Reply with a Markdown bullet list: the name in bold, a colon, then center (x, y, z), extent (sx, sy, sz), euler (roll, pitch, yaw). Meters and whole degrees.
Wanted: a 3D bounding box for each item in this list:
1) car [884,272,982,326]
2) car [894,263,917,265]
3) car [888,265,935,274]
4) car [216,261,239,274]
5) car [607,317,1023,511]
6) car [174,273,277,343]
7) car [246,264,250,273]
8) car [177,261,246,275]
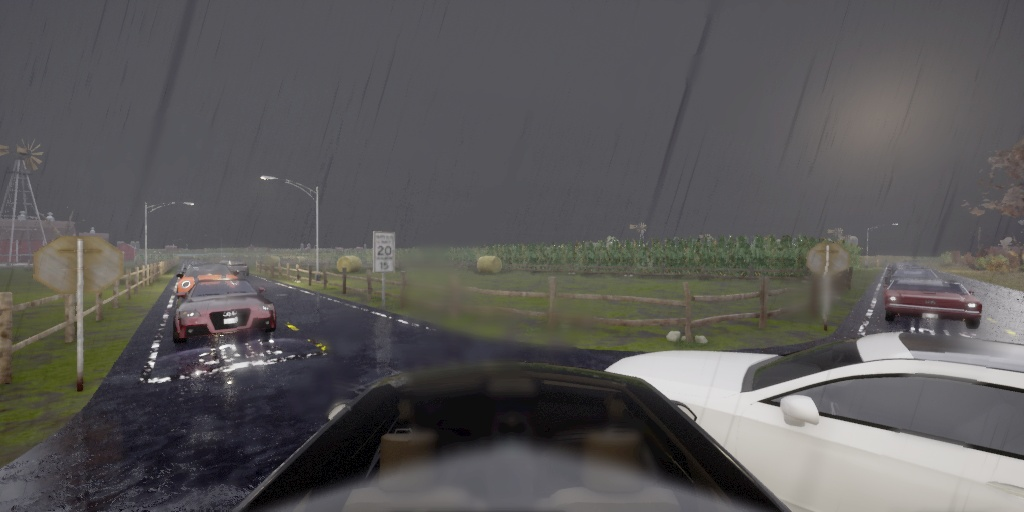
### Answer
- **car**: center (13.423, 1.397, 11.627), extent (4.718, 1.301, 1.895), euler (0, 1, -44)
- **car**: center (27.146, 1.401, 24.563), extent (4.181, 1.385, 1.994), euler (0, 1, -43)
- **car**: center (20.445, 1.363, 18.251), extent (5.357, 1.411, 2.033), euler (0, 1, -43)
- **car**: center (-34.066, 1.323, 42.920), extent (1.837, 1.490, 4.892), euler (0, 0, -42)
- **car**: center (2.822, 1.293, 2.475), extent (1.812, 1.442, 4.674), euler (0, 1, -44)
- **car**: center (-8.022, 1.359, 9.970), extent (1.994, 1.385, 4.181), euler (0, 0, -43)
- **car**: center (-27.281, 1.298, 35.519), extent (2.128, 1.511, 4.902), euler (0, 0, -42)
- **car**: center (-13.853, 1.147, 16.404), extent (2.097, 1.767, 4.553), euler (0, 0, -42)
